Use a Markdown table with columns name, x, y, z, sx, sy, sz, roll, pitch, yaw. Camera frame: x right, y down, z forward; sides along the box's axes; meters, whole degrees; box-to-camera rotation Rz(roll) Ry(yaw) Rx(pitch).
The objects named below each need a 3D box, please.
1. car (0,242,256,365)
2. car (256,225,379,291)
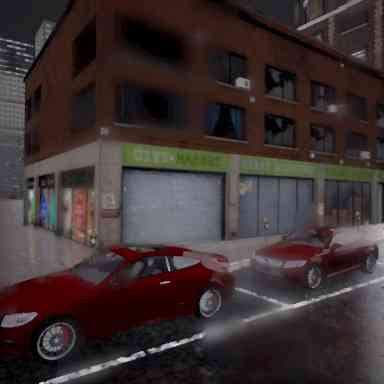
| name | x | y | z | sx | sy | sz | roll | pitch | yaw |
| --- | --- | --- | --- | --- | --- | --- | --- | --- | --- |
| car | -1.083 | 1.581 | 5.774 | 4.206 | 1.307 | 1.802 | 0 | 1 | -35 |
| car | 3.453 | 1.582 | 9.010 | 4.206 | 1.307 | 1.802 | 0 | 1 | -35 |
